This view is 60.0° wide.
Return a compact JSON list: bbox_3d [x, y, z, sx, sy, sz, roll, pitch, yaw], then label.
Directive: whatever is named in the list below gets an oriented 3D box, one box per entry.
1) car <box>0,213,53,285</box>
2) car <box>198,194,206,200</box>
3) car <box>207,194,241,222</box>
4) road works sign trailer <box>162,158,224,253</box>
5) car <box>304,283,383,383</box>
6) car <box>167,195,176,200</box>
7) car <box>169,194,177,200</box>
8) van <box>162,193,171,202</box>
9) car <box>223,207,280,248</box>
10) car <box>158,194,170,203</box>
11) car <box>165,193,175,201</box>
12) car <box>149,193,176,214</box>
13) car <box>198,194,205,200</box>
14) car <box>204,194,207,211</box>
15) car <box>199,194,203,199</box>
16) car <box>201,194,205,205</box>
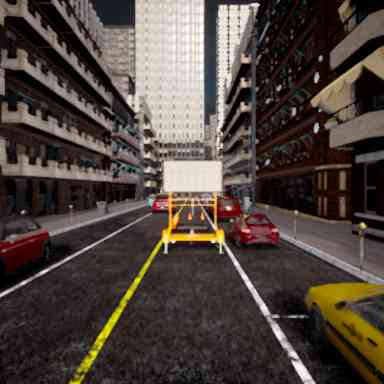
[{"bbox_3d":[-5.323,1.421,8.682,1.967,1.590,4.097,-1,0,0],"label":"car"},{"bbox_3d":[2.585,1.341,86.387,1.887,1.381,4.507,-1,0,0],"label":"car"},{"bbox_3d":[2.562,1.259,25.347,2.192,1.841,5.009,-1,0,0],"label":"car"},{"bbox_3d":[0.035,0.435,13.498,2.380,3.560,2.880,0,0,-1],"label":"road works sign trailer"},{"bbox_3d":[2.557,1.518,3.322,1.752,1.417,4.829,-1,0,0],"label":"car"},{"bbox_3d":[-5.295,1.362,86.371,1.947,1.339,4.313,-1,0,0],"label":"car"},{"bbox_3d":[-5.294,1.327,91.919,1.887,1.381,4.507,-1,0,0],"label":"car"},{"bbox_3d":[-5.303,1.180,69.722,1.690,1.788,3.998,-1,0,0],"label":"van"},{"bbox_3d":[2.561,1.551,14.250,1.802,1.307,4.206,-1,0,0],"label":"car"},{"bbox_3d":[-5.304,1.293,64.174,1.967,1.590,4.097,-1,0,0],"label":"car"},{"bbox_3d":[-5.300,1.126,80.821,2.192,1.841,5.009,-1,0,0],"label":"car"},{"bbox_3d":[-2.838,1.145,34.587,2.150,2.045,5.566,0,0,0],"label":"car"},{"bbox_3d":[2.587,1.307,92.106,1.752,1.417,4.829,-1,0,0],"label":"car"},{"bbox_3d":[2.564,1.246,30.896,2.192,1.841,5.009,-1,0,0],"label":"car"},{"bbox_3d":[2.572,1.319,53.092,1.967,1.590,4.097,-1,0,0],"label":"car"},{"bbox_3d":[2.572,1.417,47.714,1.752,1.417,4.829,-1,0,0],"label":"car"}]
